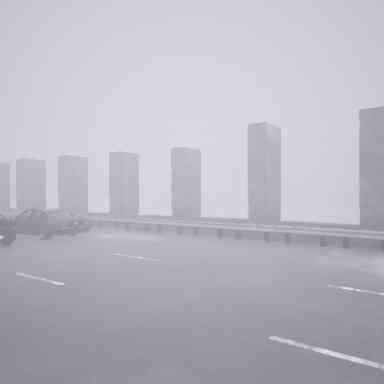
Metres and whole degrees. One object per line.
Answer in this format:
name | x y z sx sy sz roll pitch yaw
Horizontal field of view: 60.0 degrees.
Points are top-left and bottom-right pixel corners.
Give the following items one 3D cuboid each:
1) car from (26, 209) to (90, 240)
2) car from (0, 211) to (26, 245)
car | -7.686 1.563 17.114 5.357 1.411 2.033 0 0 31
car | -9.474 1.516 14.105 4.892 1.490 1.837 0 0 31
